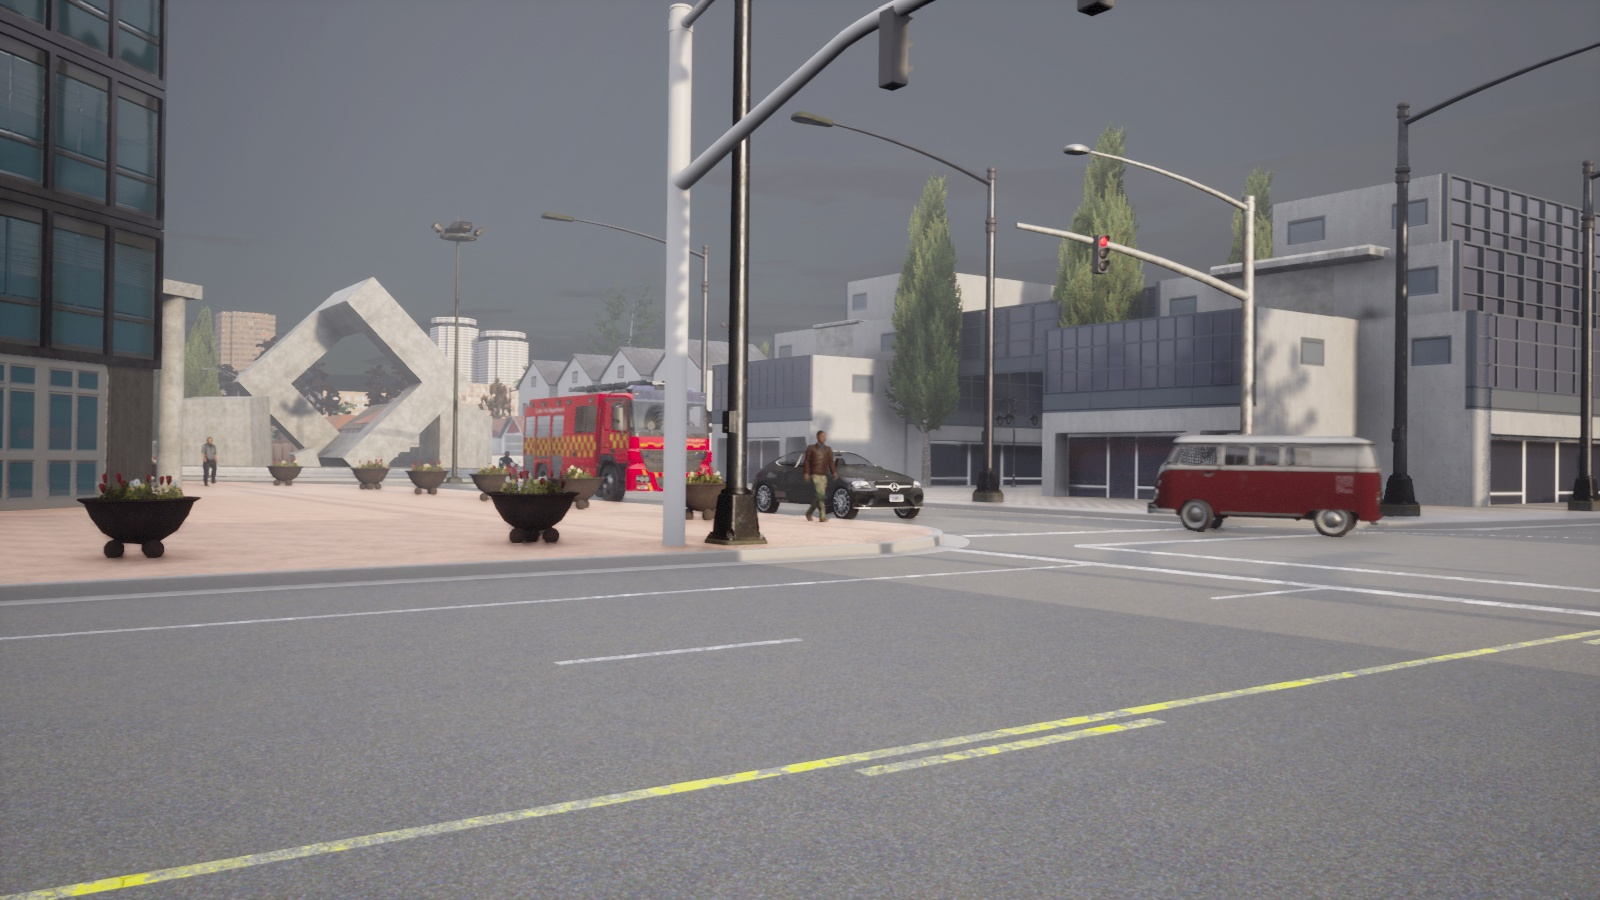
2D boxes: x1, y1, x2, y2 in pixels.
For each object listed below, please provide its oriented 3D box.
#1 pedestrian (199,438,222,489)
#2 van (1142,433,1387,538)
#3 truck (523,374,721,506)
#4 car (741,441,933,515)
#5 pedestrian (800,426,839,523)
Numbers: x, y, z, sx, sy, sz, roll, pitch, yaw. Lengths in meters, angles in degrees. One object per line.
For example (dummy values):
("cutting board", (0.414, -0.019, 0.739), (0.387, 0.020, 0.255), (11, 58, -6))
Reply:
("pedestrian", (-21.225, 0.486, 45.181), (0.540, 1.848, 0.694), (1, -1, -43))
("van", (9.410, 0.655, 25.504), (4.442, 1.987, 1.775), (0, 0, 29))
("truck", (-5.992, -0.260, 40.791), (2.891, 3.827, 8.468), (1, -1, -34))
("car", (0.798, 0.651, 30.848), (2.152, 1.651, 5.027), (1, -1, -34))
("pedestrian", (0.369, 0.463, 24.214), (0.431, 1.840, 0.703), (1, -1, -32))
